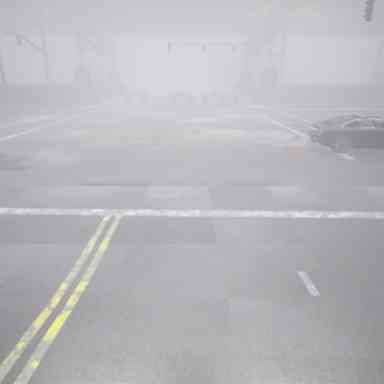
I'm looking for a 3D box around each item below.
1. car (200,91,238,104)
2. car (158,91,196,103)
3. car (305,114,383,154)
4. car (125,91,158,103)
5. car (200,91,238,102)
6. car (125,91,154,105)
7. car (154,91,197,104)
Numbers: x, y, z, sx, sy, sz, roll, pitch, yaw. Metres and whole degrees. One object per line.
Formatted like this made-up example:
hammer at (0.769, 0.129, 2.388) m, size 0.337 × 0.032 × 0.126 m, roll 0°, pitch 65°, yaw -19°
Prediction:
car at (3.519, -12.230, 43.121) m, size 4.974 × 1.542 × 2.038 m, roll 10°, pitch 21°, yaw 28°
car at (-1.821, -12.178, 42.461) m, size 4.536 × 1.218 × 1.853 m, roll -13°, pitch 22°, yaw -33°
car at (7.337, -2.446, 13.890) m, size 4.902 × 1.511 × 2.128 m, roll 1°, pitch 19°, yaw 1°
car at (-6.508, -12.209, 42.550) m, size 4.536 × 1.218 × 1.853 m, roll 17°, pitch 25°, yaw 42°
car at (3.474, -12.387, 43.096) m, size 4.536 × 1.218 × 1.853 m, roll 10°, pitch 21°, yaw 28°
car at (-6.471, -12.048, 42.565) m, size 4.974 × 1.542 × 2.038 m, roll 17°, pitch 25°, yaw 42°
car at (-1.864, -12.019, 42.482) m, size 4.974 × 1.542 × 2.038 m, roll -13°, pitch 22°, yaw -33°
